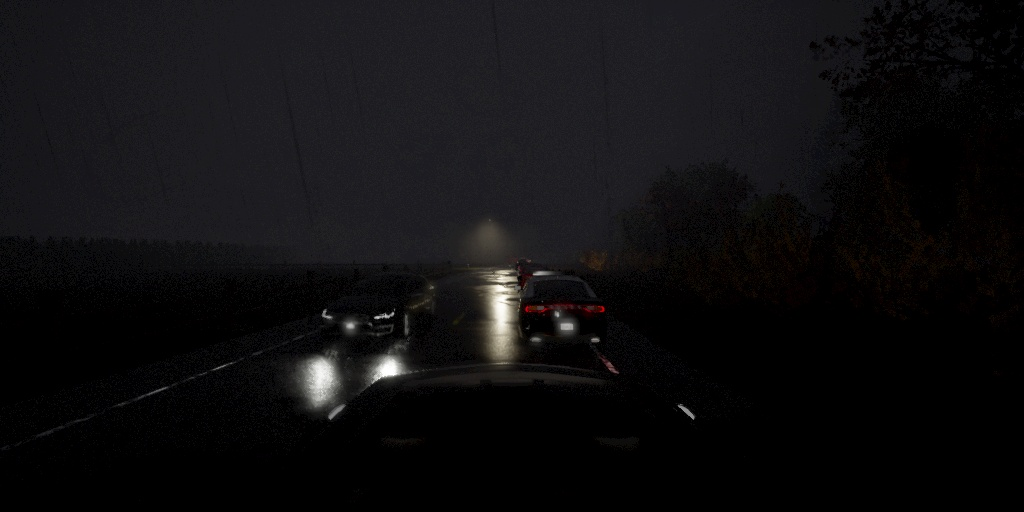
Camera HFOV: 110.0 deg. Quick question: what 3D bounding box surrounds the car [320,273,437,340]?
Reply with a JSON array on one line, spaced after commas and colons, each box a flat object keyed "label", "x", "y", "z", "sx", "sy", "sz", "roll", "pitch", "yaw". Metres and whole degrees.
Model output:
[{"label": "car", "x": -3.411, "y": 1.253, "z": 10.072, "sx": 1.837, "sy": 1.490, "sz": 4.892, "roll": 0, "pitch": 0, "yaw": 1}]

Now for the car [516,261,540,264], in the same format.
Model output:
[{"label": "car", "x": 1.265, "y": 1.222, "z": 19.432, "sx": 1.882, "sy": 1.535, "sz": 5.008, "roll": 0, "pitch": 0, "yaw": 1}]

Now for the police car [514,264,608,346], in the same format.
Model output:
[{"label": "police car", "x": 1.098, "y": 1.173, "z": 9.576, "sx": 1.930, "sy": 1.638, "sz": 5.238, "roll": 0, "pitch": 0, "yaw": 1}]

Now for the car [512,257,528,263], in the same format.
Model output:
[{"label": "car", "x": 1.444, "y": 1.228, "z": 49.164, "sx": 1.837, "sy": 1.490, "sz": 4.892, "roll": 0, "pitch": 0, "yaw": 4}]

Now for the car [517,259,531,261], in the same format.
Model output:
[{"label": "car", "x": 1.421, "y": 1.219, "z": 25.410, "sx": 1.882, "sy": 1.535, "sz": 5.008, "roll": 0, "pitch": 0, "yaw": 2}]
